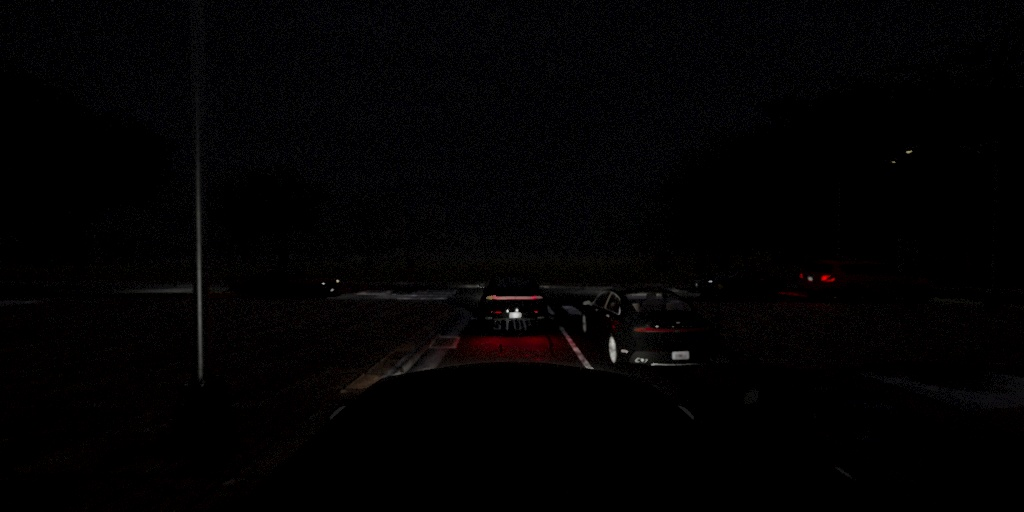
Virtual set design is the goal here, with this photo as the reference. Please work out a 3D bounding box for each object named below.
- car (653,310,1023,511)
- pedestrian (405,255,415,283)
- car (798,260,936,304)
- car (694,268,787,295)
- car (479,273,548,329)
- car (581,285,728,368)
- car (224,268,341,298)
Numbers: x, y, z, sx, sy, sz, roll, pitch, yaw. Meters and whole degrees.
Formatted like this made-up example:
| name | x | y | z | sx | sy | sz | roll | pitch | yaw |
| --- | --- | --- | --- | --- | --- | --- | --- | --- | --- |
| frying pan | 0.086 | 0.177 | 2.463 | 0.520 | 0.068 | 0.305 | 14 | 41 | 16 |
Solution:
| name | x | y | z | sx | sy | sz | roll | pitch | yaw |
| --- | --- | --- | --- | --- | --- | --- | --- | --- | --- |
| car | 2.638 | 1.334 | 2.246 | 1.802 | 1.307 | 4.207 | 0 | 0 | 0 |
| pedestrian | -6.825 | 0.869 | 23.988 | 0.375 | 1.860 | 0.375 | 0 | 1 | 0 |
| car | 17.712 | 1.263 | 18.085 | 5.566 | 2.045 | 2.150 | 1 | 1 | 0 |
| car | 13.301 | 1.442 | 21.046 | 4.902 | 1.511 | 2.128 | 0 | 1 | 0 |
| car | -0.022 | 1.289 | 11.462 | 2.128 | 1.511 | 4.902 | 0 | 0 | -2 |
| car | 2.652 | 1.329 | 7.778 | 2.007 | 1.370 | 4.403 | 0 | 0 | 0 |
| car | -11.311 | 1.402 | 18.146 | 4.718 | 1.301 | 1.895 | 0 | 1 | 0 |
